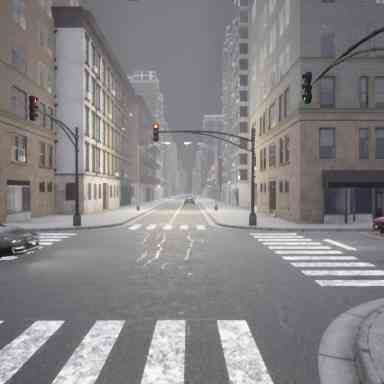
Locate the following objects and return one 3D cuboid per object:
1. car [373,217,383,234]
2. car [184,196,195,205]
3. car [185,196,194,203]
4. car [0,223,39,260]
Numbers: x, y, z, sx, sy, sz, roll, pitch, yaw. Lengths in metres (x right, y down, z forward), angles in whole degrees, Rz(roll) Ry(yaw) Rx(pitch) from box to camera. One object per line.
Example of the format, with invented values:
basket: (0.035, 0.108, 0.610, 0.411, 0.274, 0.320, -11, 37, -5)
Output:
car: (11.647, 1.527, 16.970, 4.507, 1.381, 1.887, 0, 0, 0)
car: (-0.446, 1.533, 59.170, 1.812, 1.442, 4.674, 0, 0, 0)
car: (-0.523, 1.538, 69.174, 1.812, 1.442, 4.674, 0, 0, 0)
car: (-7.824, 1.510, 11.354, 4.892, 1.490, 1.837, 0, 0, 0)
